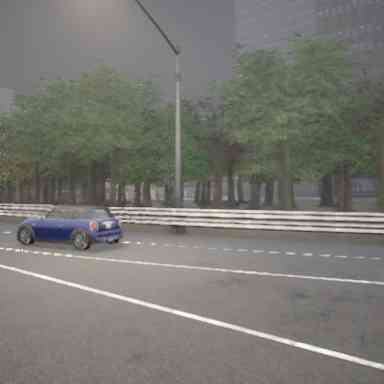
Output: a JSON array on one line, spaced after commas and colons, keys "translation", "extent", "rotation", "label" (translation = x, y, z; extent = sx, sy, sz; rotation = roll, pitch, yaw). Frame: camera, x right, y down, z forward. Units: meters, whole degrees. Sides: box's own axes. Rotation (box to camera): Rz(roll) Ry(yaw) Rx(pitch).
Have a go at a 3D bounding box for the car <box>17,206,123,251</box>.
[{"translation": [-5.259, 1.370, 14.227], "extent": [4.553, 1.767, 2.097], "rotation": [0, 0, 25], "label": "car"}]
